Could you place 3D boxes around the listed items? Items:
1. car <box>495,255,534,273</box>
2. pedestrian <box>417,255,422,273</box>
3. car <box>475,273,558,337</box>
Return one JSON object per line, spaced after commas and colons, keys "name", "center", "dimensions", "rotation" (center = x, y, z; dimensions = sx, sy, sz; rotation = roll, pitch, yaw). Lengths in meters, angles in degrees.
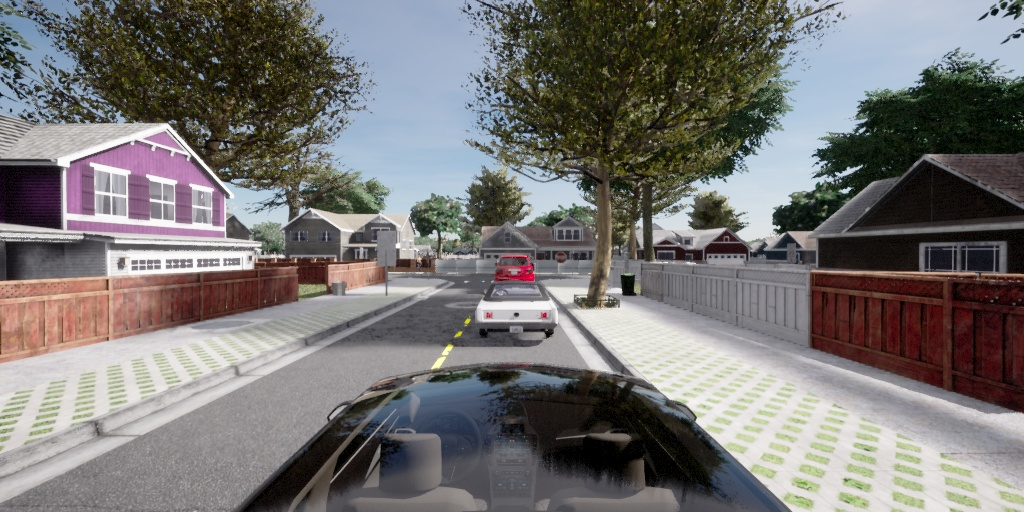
{"name": "car", "center": [0.132, 0.967, 21.659], "dimensions": [2.150, 2.045, 5.566], "rotation": [0, 0, 0]}
{"name": "pedestrian", "center": [-9.702, 0.801, 37.420], "dimensions": [0.375, 1.860, 0.375], "rotation": [0, 0, 0]}
{"name": "car", "center": [0.112, 1.348, 10.241], "dimensions": [1.895, 1.301, 4.718], "rotation": [0, 0, 0]}
